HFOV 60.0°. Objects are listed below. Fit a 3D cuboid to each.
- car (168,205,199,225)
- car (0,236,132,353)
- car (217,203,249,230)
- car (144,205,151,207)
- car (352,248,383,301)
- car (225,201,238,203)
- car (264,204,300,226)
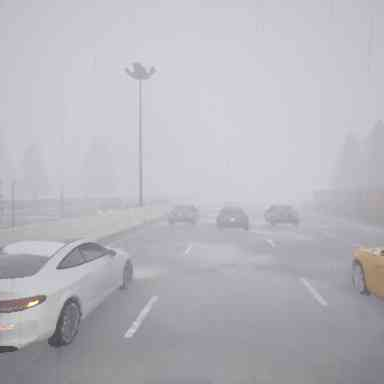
[{"bbox_3d":[-0.546,1.642,24.860,2.033,1.411,5.357,0,0,6],"label":"car"},{"bbox_3d":[-2.554,1.560,6.312,1.812,1.442,4.674,0,0,6],"label":"car"},{"bbox_3d":[2.662,1.634,21.966,1.994,1.385,4.181,0,0,6],"label":"car"},{"bbox_3d":[-4.800,1.688,47.325,2.128,1.511,4.902,0,0,12],"label":"car"},{"bbox_3d":[4.414,1.480,5.638,1.882,1.535,5.008,0,0,6],"label":"car"},{"bbox_3d":[4.622,1.725,38.953,1.895,1.301,4.718,0,0,8],"label":"car"},{"bbox_3d":[6.412,1.609,24.096,2.033,1.411,5.357,0,0,6],"label":"car"}]
